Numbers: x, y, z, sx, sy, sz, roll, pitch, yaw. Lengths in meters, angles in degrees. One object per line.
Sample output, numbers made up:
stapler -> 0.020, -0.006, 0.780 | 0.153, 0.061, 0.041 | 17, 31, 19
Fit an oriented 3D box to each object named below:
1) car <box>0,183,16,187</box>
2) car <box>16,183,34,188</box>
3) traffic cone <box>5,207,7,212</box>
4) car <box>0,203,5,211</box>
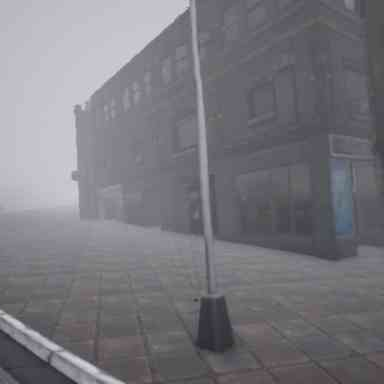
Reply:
car -> -44.827, -1.419, 77.839 | 2.097, 1.535, 5.008 | -5, -3, 24
car -> -42.707, -1.397, 82.942 | 2.185, 1.767, 4.553 | -5, -3, 23
traffic cone -> -22.776, 2.183, 40.621 | 0.340, 0.580, 0.340 | -3, 0, -14
car -> -27.378, 2.047, 45.278 | 1.812, 1.442, 4.674 | -4, 0, -1
